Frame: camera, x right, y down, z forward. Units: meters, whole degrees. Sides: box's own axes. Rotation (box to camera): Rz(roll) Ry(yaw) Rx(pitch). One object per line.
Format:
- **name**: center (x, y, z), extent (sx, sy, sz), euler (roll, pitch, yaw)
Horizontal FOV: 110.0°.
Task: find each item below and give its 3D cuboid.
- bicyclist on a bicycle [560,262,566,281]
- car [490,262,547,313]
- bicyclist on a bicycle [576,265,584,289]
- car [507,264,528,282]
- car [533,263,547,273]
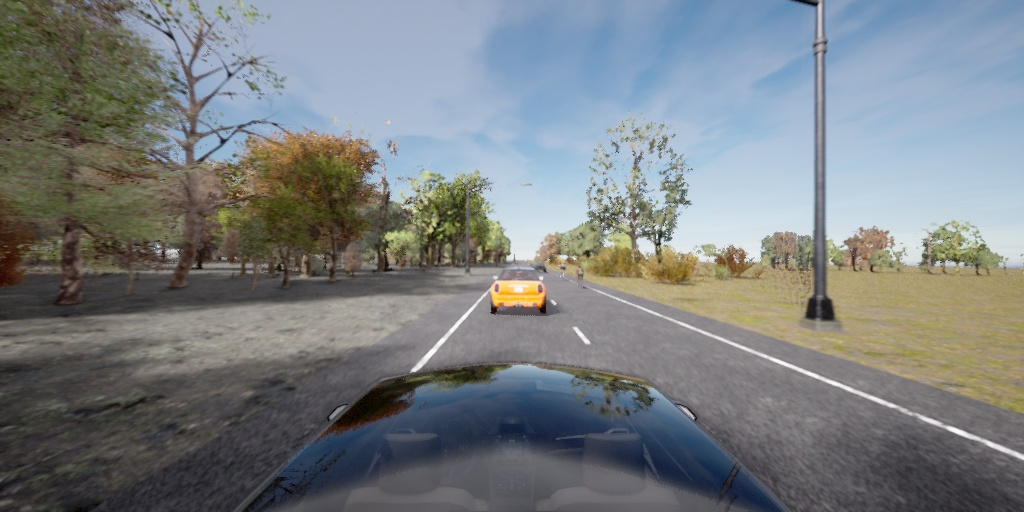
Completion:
- **bicyclist on a bicycle**: center (4.918, 1.497, 34.807), extent (0.659, 1.776, 1.843), euler (0, 0, 1)
- **car**: center (0.261, 1.237, 14.937), extent (2.097, 1.767, 4.553), euler (0, -1, 1)
- **bicyclist on a bicycle**: center (4.777, 1.481, 25.202), extent (0.582, 1.620, 1.656), euler (0, -1, 1)
- **car**: center (0.544, 1.562, 34.396), extent (1.882, 1.535, 5.008), euler (0, -1, 1)
- **car**: center (4.368, 1.849, 56.561), extent (1.837, 1.490, 4.892), euler (0, 0, 1)
